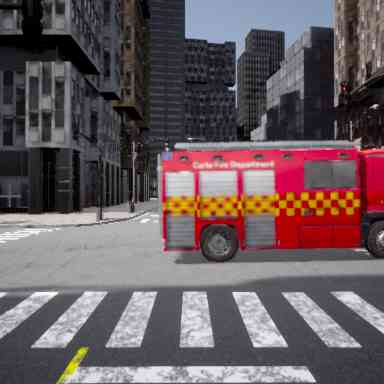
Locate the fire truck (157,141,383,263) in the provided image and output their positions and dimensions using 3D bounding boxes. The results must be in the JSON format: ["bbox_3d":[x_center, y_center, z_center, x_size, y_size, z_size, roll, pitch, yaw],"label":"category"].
[{"bbox_3d":[3.210,0.193,11.251,8.468,3.827,2.891,-1,-1,0],"label":"fire truck"}]
